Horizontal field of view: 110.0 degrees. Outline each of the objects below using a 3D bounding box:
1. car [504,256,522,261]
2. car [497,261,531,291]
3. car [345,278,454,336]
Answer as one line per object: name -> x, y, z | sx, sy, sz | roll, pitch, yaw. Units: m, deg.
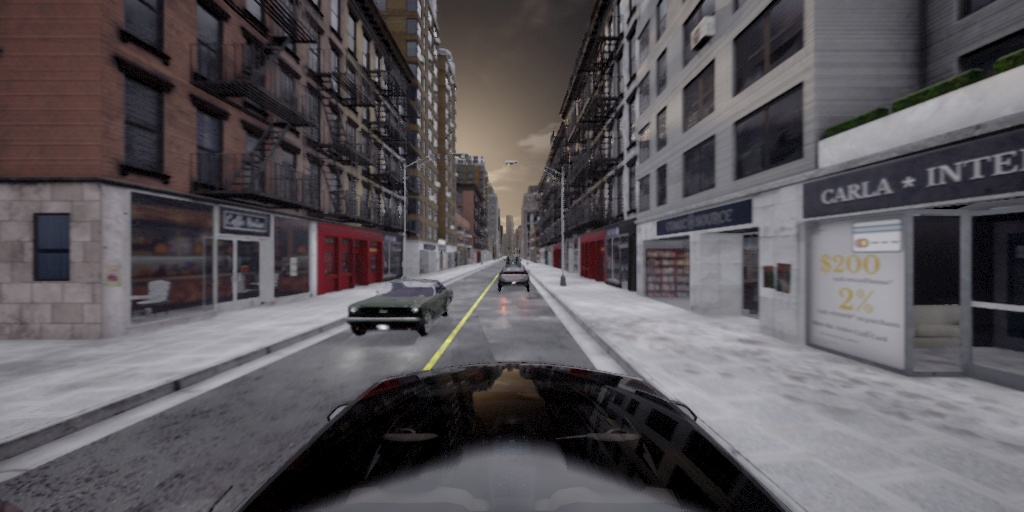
car -> 0.116, 0.986, 48.322 | 2.150, 2.045, 5.566 | 0, 0, 0
car -> 0.108, 1.250, 21.919 | 2.128, 1.511, 4.902 | 0, 0, 0
car -> -2.996, 1.355, 10.554 | 1.895, 1.301, 4.718 | 0, 0, 0
